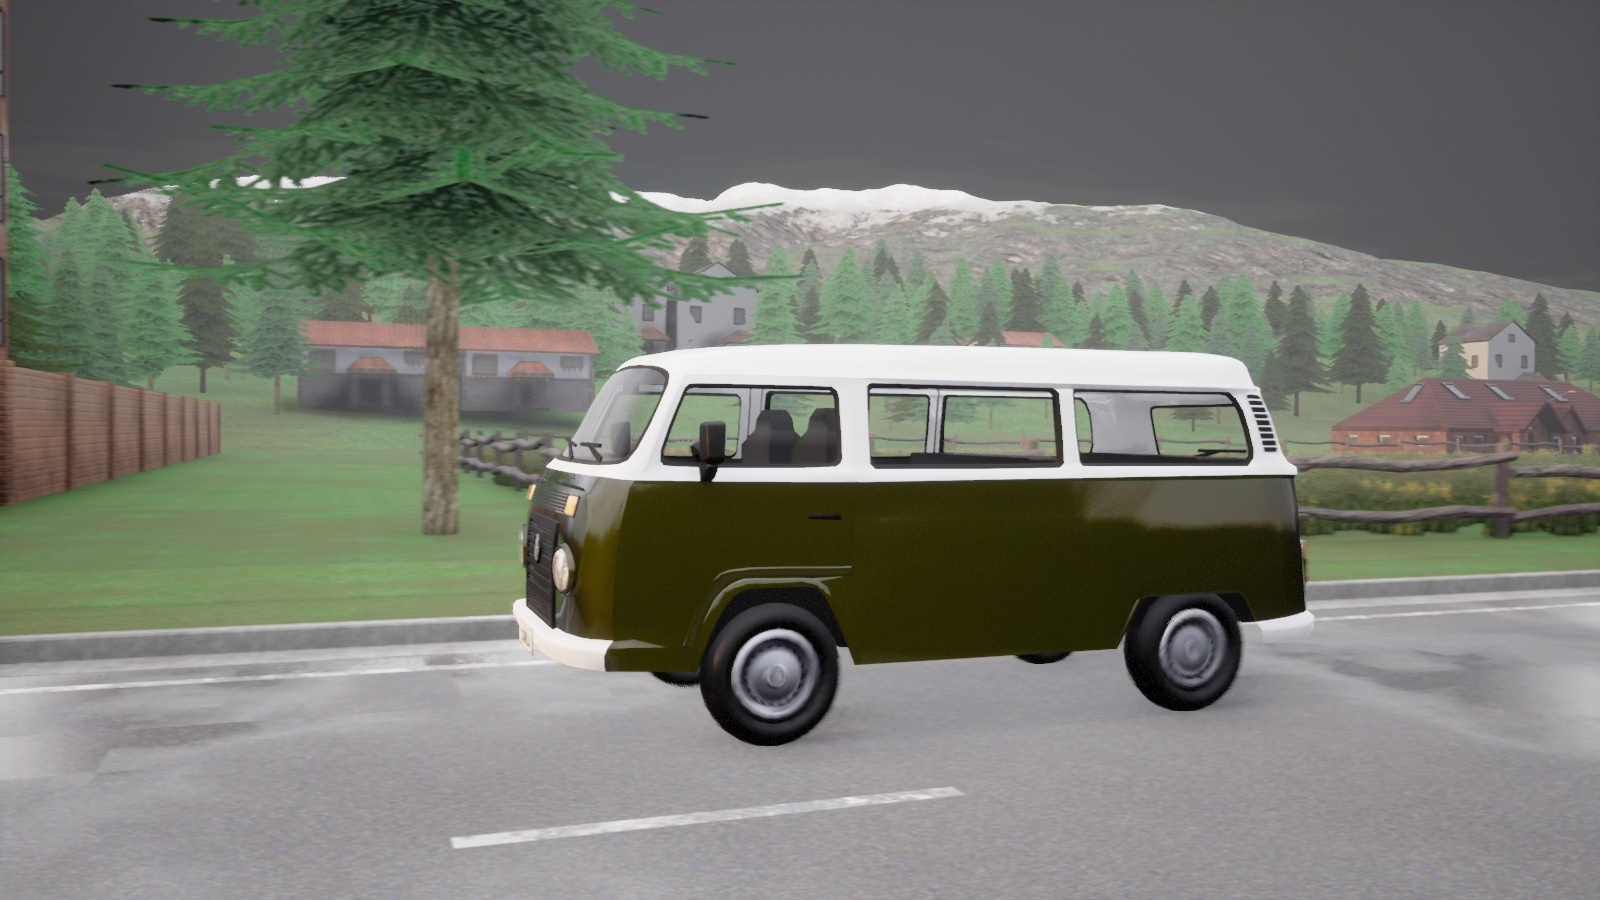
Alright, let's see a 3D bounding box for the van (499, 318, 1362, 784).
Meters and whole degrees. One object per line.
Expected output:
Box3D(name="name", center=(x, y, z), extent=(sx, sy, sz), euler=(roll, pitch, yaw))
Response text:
Box3D(name="van", center=(0.700, 0.396, 7.245), extent=(4.480, 2.038, 2.069), euler=(-1, 1, -21))
